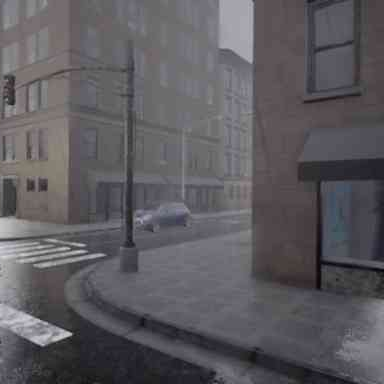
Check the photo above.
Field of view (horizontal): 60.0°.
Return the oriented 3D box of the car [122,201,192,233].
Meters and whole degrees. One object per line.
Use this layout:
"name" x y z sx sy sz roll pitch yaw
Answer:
"car" -1.948 1.345 19.741 2.097 1.767 4.553 1 0 35
